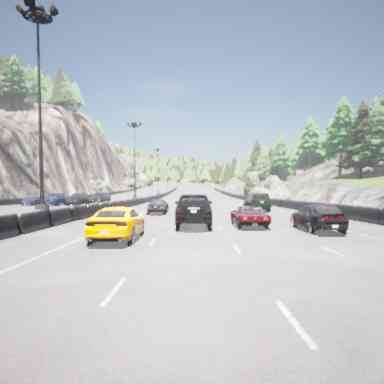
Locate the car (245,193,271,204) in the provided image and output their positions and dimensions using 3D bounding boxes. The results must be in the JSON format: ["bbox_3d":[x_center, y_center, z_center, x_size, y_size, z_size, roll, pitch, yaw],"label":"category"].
[{"bbox_3d":[7.098,1.134,36.248,2.150,2.045,5.566,0,0,0],"label":"car"}]

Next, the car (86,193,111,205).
[{"bbox_3d":[-14.003,1.158,51.156,2.150,2.045,5.566,0,0,0],"label":"car"}]

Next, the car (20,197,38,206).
[{"bbox_3d":[-24.503,1.431,51.191,1.812,1.442,4.674,0,0,0],"label":"car"}]

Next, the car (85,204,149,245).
[{"bbox_3d":[-3.401,1.441,15.399,1.882,1.535,5.008,0,0,0],"label":"car"}]

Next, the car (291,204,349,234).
[{"bbox_3d":[7.099,1.459,18.883,1.837,1.490,4.892,0,0,0],"label":"car"}]

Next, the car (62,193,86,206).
[{"bbox_3d":[-17.503,1.195,51.156,2.150,2.045,5.566,0,0,0],"label":"car"}]

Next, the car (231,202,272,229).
[{"bbox_3d":[3.598,1.550,21.199,1.895,1.301,4.718,0,0,0],"label":"car"}]

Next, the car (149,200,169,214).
[{"bbox_3d":[-3.402,1.467,33.520,2.033,1.411,5.357,0,0,0],"label":"car"}]

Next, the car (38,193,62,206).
[{"bbox_3d":[-21.003,1.121,51.151,2.150,2.045,5.566,0,0,0],"label":"car"}]

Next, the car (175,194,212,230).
[{"bbox_3d":[0.099,1.169,20.987,2.150,2.045,5.566,0,0,0],"label":"car"}]

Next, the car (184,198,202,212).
[{"bbox_3d":[0.101,1.410,37.806,1.837,1.490,4.892,0,-1,0],"label":"car"}]
